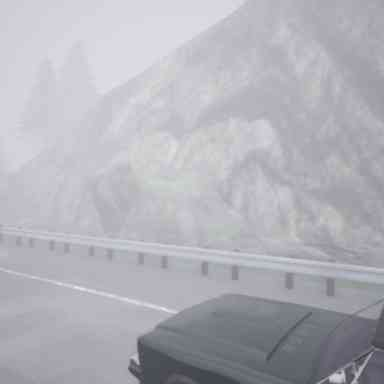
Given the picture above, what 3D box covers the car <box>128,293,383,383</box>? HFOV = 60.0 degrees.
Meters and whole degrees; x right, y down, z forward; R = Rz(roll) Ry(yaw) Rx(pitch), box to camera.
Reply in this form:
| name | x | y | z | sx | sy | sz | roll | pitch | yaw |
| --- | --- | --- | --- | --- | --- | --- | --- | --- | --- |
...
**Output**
| name | x | y | z | sx | sy | sz | roll | pitch | yaw |
| --- | --- | --- | --- | --- | --- | --- | --- | --- | --- |
| car | 1.709 | 1.593 | 2.690 | 4.718 | 1.301 | 1.895 | 0 | 0 | 35 |
